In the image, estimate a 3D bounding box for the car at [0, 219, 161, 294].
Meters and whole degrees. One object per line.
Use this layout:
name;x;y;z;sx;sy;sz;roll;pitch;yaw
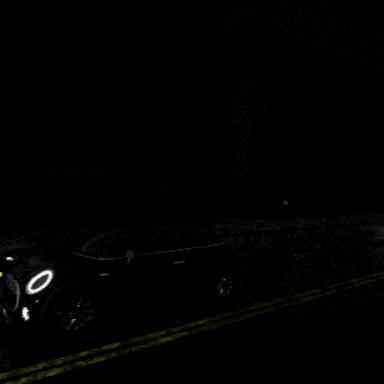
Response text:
car;-3.205;1.592;9.383;4.181;1.385;1.994;1;0;-35

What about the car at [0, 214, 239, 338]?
car;-1.245;1.381;6.788;4.553;1.767;2.097;1;0;-35
